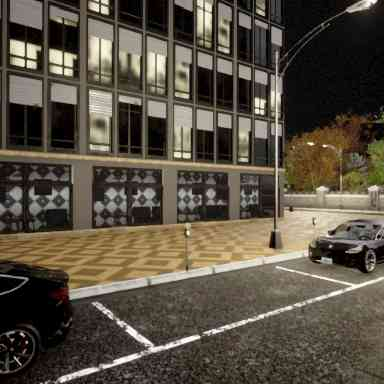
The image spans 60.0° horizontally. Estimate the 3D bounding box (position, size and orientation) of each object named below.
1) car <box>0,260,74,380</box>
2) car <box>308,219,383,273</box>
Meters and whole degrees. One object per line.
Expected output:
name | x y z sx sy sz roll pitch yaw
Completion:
car | -3.661 1.566 3.947 4.313 1.339 1.947 0 0 -36
car | 5.569 1.562 10.632 4.313 1.339 1.947 0 0 -36
